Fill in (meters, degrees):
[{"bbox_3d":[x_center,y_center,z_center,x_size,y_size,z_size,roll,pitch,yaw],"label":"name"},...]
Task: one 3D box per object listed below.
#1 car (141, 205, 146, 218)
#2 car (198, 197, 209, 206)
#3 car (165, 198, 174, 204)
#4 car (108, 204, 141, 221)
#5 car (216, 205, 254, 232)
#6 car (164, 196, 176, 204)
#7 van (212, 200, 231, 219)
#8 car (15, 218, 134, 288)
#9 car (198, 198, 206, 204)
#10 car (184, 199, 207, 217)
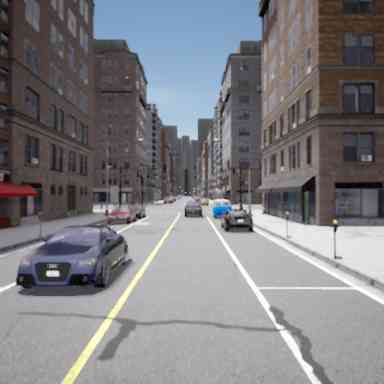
[{"bbox_3d":[-5.625,1.874,32.673,1.947,1.339,4.313,0,-1,0],"label":"car"},{"bbox_3d":[2.748,2.200,72.029,1.752,1.417,4.829,0,-1,-1],"label":"car"},{"bbox_3d":[-5.979,2.371,88.331,2.008,1.369,4.403,0,-1,-1],"label":"car"},{"bbox_3d":[-5.633,1.839,27.222,1.802,1.307,4.206,0,-1,0],"label":"car"},{"bbox_3d":[2.885,1.771,21.774,1.947,1.339,4.313,0,-1,0],"label":"car"},{"bbox_3d":[-5.911,2.087,82.807,2.192,1.841,5.009,0,-1,-1],"label":"car"},{"bbox_3d":[2.899,1.650,32.673,1.690,1.788,3.998,0,-1,0],"label":"van"},{"bbox_3d":[-3.086,1.653,9.393,1.994,1.385,4.181,0,-1,0],"label":"car"},{"bbox_3d":[2.546,2.387,88.434,1.947,1.339,4.313,0,0,-1],"label":"car"},{"bbox_3d":[0.141,1.824,35.205,2.128,1.511,4.902,0,-1,0],"label":"car"}]
